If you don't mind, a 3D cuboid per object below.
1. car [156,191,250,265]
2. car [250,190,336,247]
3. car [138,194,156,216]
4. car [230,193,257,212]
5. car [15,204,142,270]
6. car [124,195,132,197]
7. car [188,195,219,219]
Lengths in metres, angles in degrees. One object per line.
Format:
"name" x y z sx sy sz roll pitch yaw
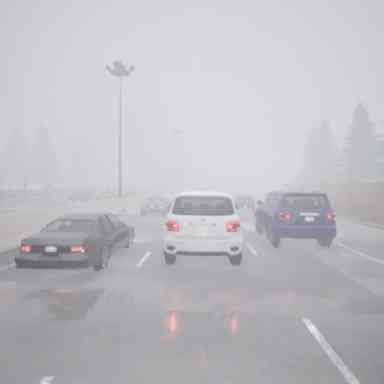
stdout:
"car" 0.383 0.983 10.942 2.150 2.045 5.566 0 1 3
"car" 4.017 0.944 13.754 2.150 2.045 5.566 0 1 2
"car" -2.628 0.990 25.117 2.033 1.411 5.357 0 1 2
"car" 4.561 0.882 30.048 1.837 1.490 4.892 0 1 2
"car" -3.134 1.309 10.128 2.033 1.411 5.357 0 1 2
"car" -8.567 0.501 47.069 1.994 1.385 4.181 0 1 6
"car" 0.870 1.012 25.001 2.033 1.411 5.357 0 1 2
